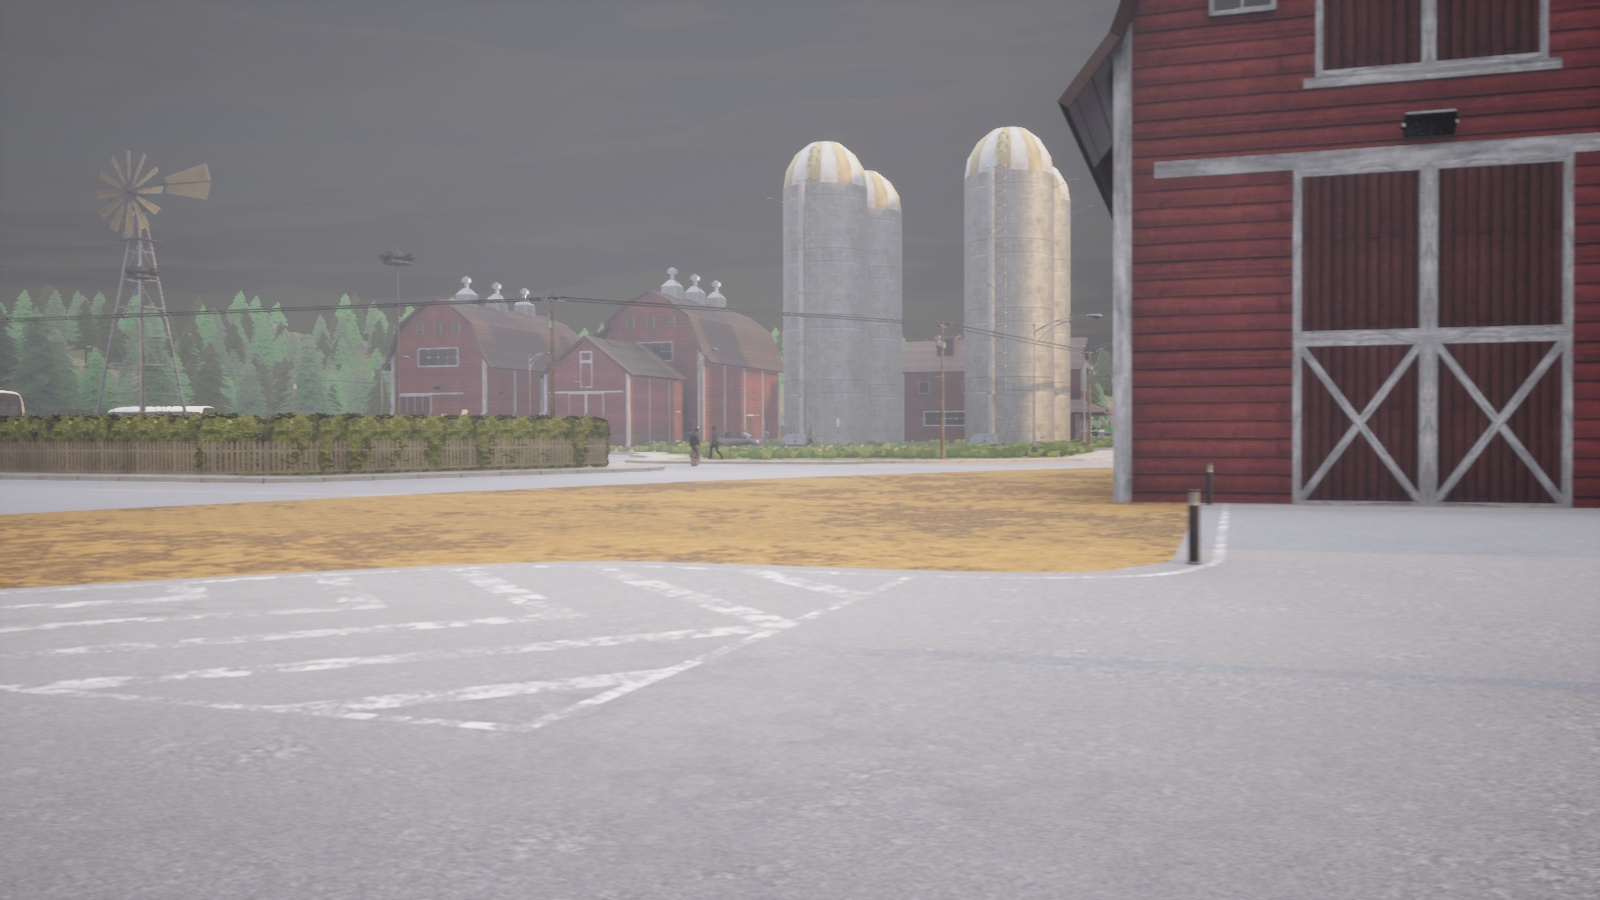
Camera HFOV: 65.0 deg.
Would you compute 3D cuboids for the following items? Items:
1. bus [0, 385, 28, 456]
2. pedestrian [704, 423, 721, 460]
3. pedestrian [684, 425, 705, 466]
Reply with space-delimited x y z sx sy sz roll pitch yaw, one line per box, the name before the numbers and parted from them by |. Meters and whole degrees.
bus | -52.490 -1.827 76.132 10.273 4.253 3.944 1 1 18
pedestrian | -4.614 -0.455 66.181 0.788 1.949 0.423 0 1 17
pedestrian | -4.881 -0.197 58.114 0.563 1.883 0.849 1 1 43
